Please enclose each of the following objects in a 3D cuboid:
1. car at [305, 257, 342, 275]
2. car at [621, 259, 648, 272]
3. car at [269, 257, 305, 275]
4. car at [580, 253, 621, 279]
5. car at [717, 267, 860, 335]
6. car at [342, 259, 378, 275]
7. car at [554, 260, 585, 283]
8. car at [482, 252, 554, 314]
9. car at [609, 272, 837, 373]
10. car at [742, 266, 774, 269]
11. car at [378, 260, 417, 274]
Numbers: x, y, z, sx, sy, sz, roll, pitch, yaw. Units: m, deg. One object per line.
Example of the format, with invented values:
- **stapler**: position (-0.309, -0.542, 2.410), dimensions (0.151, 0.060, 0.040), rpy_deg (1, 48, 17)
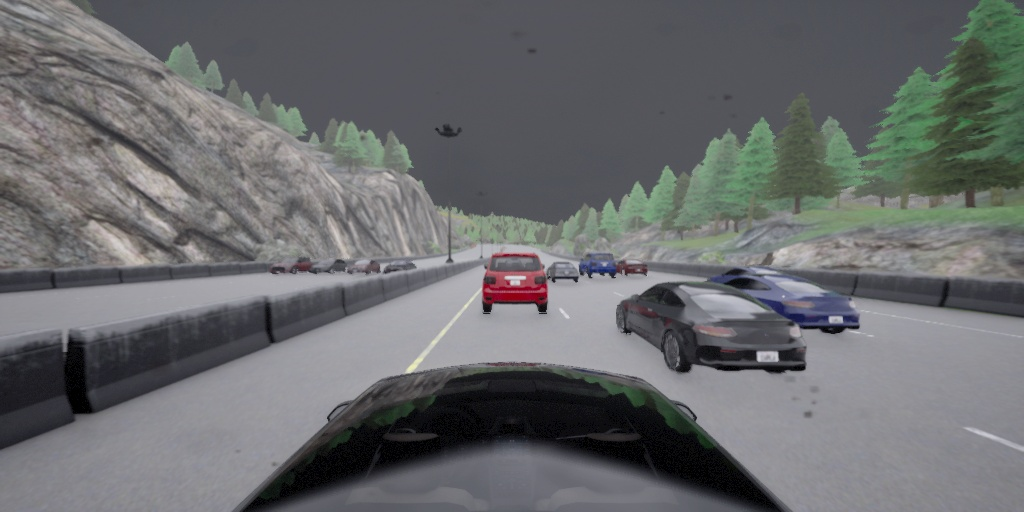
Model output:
- **car**: position (-17.597, 1.022, 34.846), dimensions (1.837, 1.490, 4.892), rpy_deg (0, 0, 0)
- **car**: position (10.597, 1.011, 32.456), dimensions (1.882, 1.535, 5.008), rpy_deg (0, 0, 0)
- **car**: position (-21.097, 0.871, 34.566), dimensions (2.097, 1.767, 4.553), rpy_deg (0, 0, 0)
- **car**: position (7.096, 0.770, 30.173), dimensions (2.150, 2.045, 5.566), rpy_deg (0, 0, 0)
- **car**: position (7.098, 1.216, 10.155), dimensions (1.812, 1.442, 4.674), rpy_deg (0, 0, 0)
- **car**: position (-14.099, 1.045, 34.507), dimensions (1.812, 1.442, 4.674), rpy_deg (0, 0, 0)
- **car**: position (3.597, 1.126, 26.081), dimensions (2.033, 1.411, 5.357), rpy_deg (0, 0, 0)
- **car**: position (0.098, 0.888, 13.556), dimensions (2.150, 2.045, 5.566), rpy_deg (0, 0, 0)
- **car**: position (3.599, 1.236, 7.347), dimensions (1.812, 1.442, 4.674), rpy_deg (0, 0, 0)
- **car**: position (10.598, 1.175, 15.962), dimensions (1.812, 1.442, 4.674), rpy_deg (0, 0, 0)
- **car**: position (-10.602, 1.068, 34.323), dimensions (2.033, 1.411, 5.357), rpy_deg (0, 0, 0)
